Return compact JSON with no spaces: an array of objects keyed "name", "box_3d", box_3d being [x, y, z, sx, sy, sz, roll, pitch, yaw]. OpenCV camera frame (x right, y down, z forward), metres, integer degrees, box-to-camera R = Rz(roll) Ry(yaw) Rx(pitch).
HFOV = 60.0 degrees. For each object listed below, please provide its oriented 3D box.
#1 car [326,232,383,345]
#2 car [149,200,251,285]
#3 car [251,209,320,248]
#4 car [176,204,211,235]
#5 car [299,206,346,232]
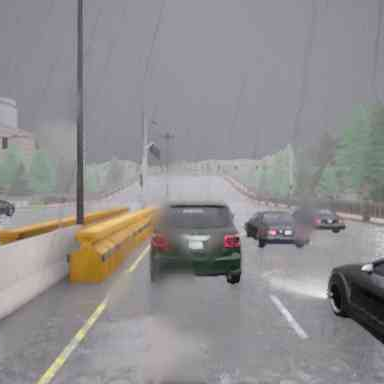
[{"name":"car","box_3d":[3.594,1.566,4.803,1.994,1.385,4.181,0,0,0]},{"name":"car","box_3d":[0.085,1.224,9.684,2.150,2.045,5.566,0,0,0]},{"name":"car","box_3d":[3.576,1.554,14.880,2.033,1.411,5.357,0,0,0]},{"name":"car","box_3d":[0.067,1.514,19.761,1.837,1.490,4.892,0,0,0]},{"name":"car","box_3d":[7.065,1.556,19.554,2.033,1.411,5.357,0,0,0]}]
